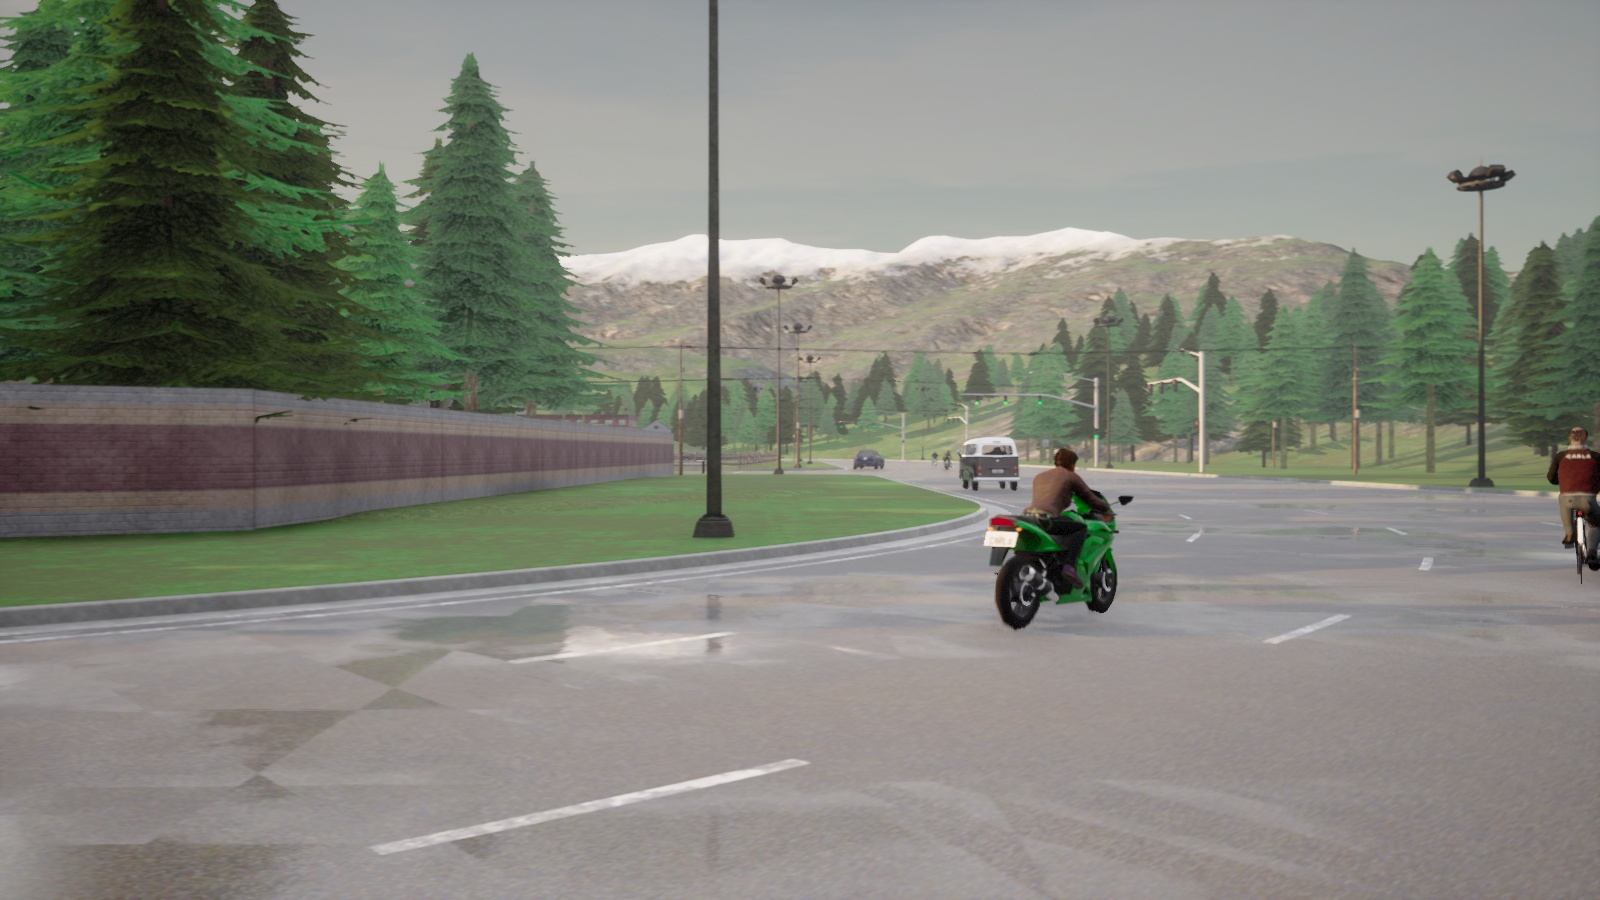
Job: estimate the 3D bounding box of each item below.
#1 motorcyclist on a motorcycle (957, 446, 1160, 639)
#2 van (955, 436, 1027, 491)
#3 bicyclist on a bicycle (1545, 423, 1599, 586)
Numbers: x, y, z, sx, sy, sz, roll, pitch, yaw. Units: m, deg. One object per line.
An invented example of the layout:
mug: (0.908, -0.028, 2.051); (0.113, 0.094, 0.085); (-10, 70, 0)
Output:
motorcyclist on a motorcycle: (2.284, 0.731, 10.902); (0.797, 1.523, 2.044); (-2, -1, 41)
van: (7.397, 0.501, 49.139); (2.069, 2.038, 4.480); (0, 0, -1)
bicyclist on a bicycle: (9.033, 0.587, 14.547); (0.659, 1.776, 1.843); (-1, 0, 31)
